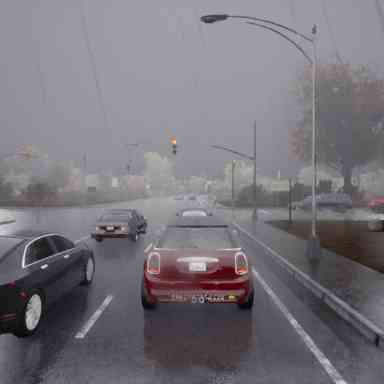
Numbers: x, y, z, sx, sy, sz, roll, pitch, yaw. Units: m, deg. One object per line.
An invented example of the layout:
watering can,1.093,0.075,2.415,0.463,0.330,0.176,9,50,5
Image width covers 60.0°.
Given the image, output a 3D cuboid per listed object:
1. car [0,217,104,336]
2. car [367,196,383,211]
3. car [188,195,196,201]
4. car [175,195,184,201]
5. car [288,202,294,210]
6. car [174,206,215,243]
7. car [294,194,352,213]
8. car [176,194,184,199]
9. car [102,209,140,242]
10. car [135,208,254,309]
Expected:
car,-3.393,1.505,6.636,1.837,1.490,4.892,0,0,0
car,23.854,1.211,39.372,5.566,2.045,2.150,0,0,3
car,0.074,1.500,84.967,1.837,1.490,4.892,0,0,0
car,-3.424,1.544,85.290,1.994,1.385,4.181,0,0,0
car,14.020,1.505,39.913,4.892,1.490,1.837,0,0,3
car,0.114,1.526,17.089,1.812,1.442,4.674,0,0,0
car,14.496,1.221,36.377,5.566,2.045,2.150,0,0,3
car,-3.376,1.402,95.317,1.994,1.385,4.181,0,0,1
car,-3.388,1.547,16.294,2.033,1.411,5.357,0,0,0
car,0.106,1.352,8.049,2.097,1.767,4.553,0,0,0
